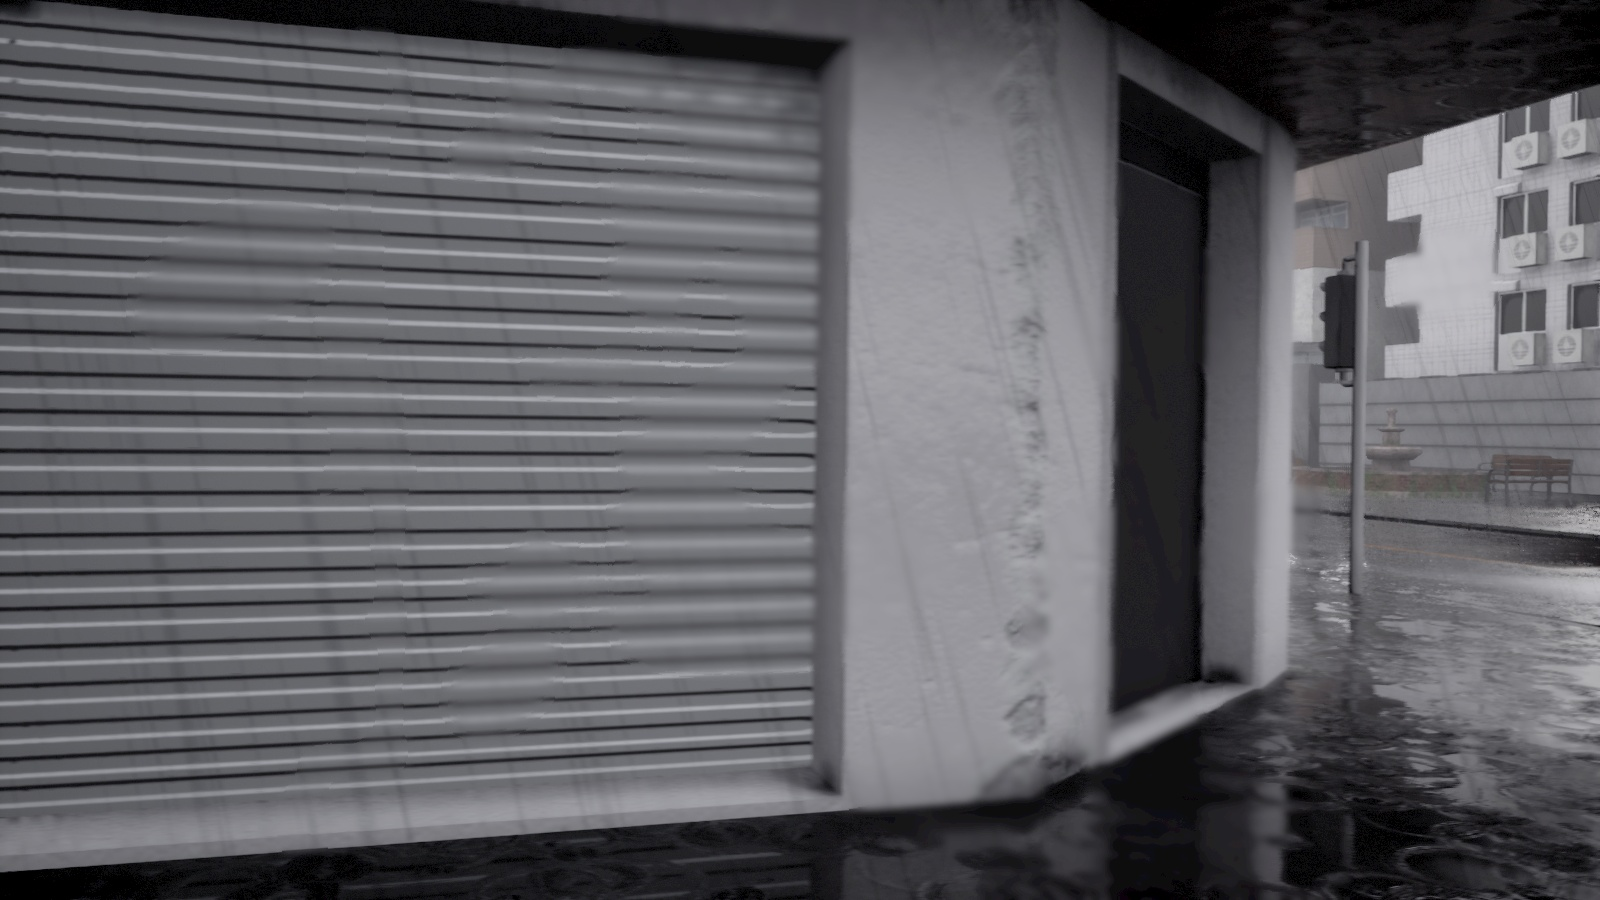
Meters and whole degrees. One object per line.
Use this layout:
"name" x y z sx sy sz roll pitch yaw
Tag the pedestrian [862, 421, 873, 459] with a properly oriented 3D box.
"pedestrian" 3.283 -0.502 61.167 0.331 1.846 0.634 -1 1 -18
